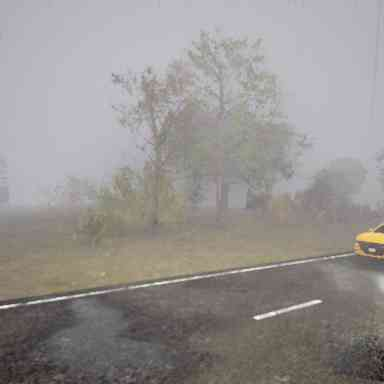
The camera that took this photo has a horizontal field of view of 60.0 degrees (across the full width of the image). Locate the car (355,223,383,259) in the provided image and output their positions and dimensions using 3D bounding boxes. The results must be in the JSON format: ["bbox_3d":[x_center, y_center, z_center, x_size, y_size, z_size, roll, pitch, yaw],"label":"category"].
[{"bbox_3d":[8.760,1.956,13.849,5.008,1.535,1.882,2,-1,-35],"label":"car"}]
